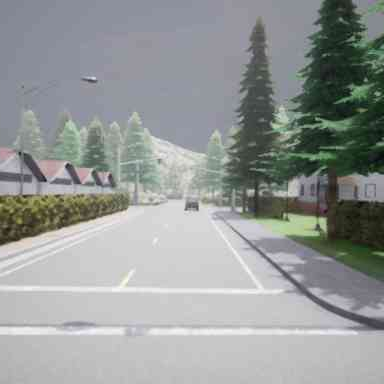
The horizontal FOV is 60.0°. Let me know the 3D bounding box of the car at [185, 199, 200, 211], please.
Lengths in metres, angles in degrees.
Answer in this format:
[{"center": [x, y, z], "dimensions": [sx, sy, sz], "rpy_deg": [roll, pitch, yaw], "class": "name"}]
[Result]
[{"center": [0.008, 1.725, 45.694], "dimensions": [1.837, 1.490, 4.892], "rpy_deg": [1, 1, 0], "class": "car"}]
